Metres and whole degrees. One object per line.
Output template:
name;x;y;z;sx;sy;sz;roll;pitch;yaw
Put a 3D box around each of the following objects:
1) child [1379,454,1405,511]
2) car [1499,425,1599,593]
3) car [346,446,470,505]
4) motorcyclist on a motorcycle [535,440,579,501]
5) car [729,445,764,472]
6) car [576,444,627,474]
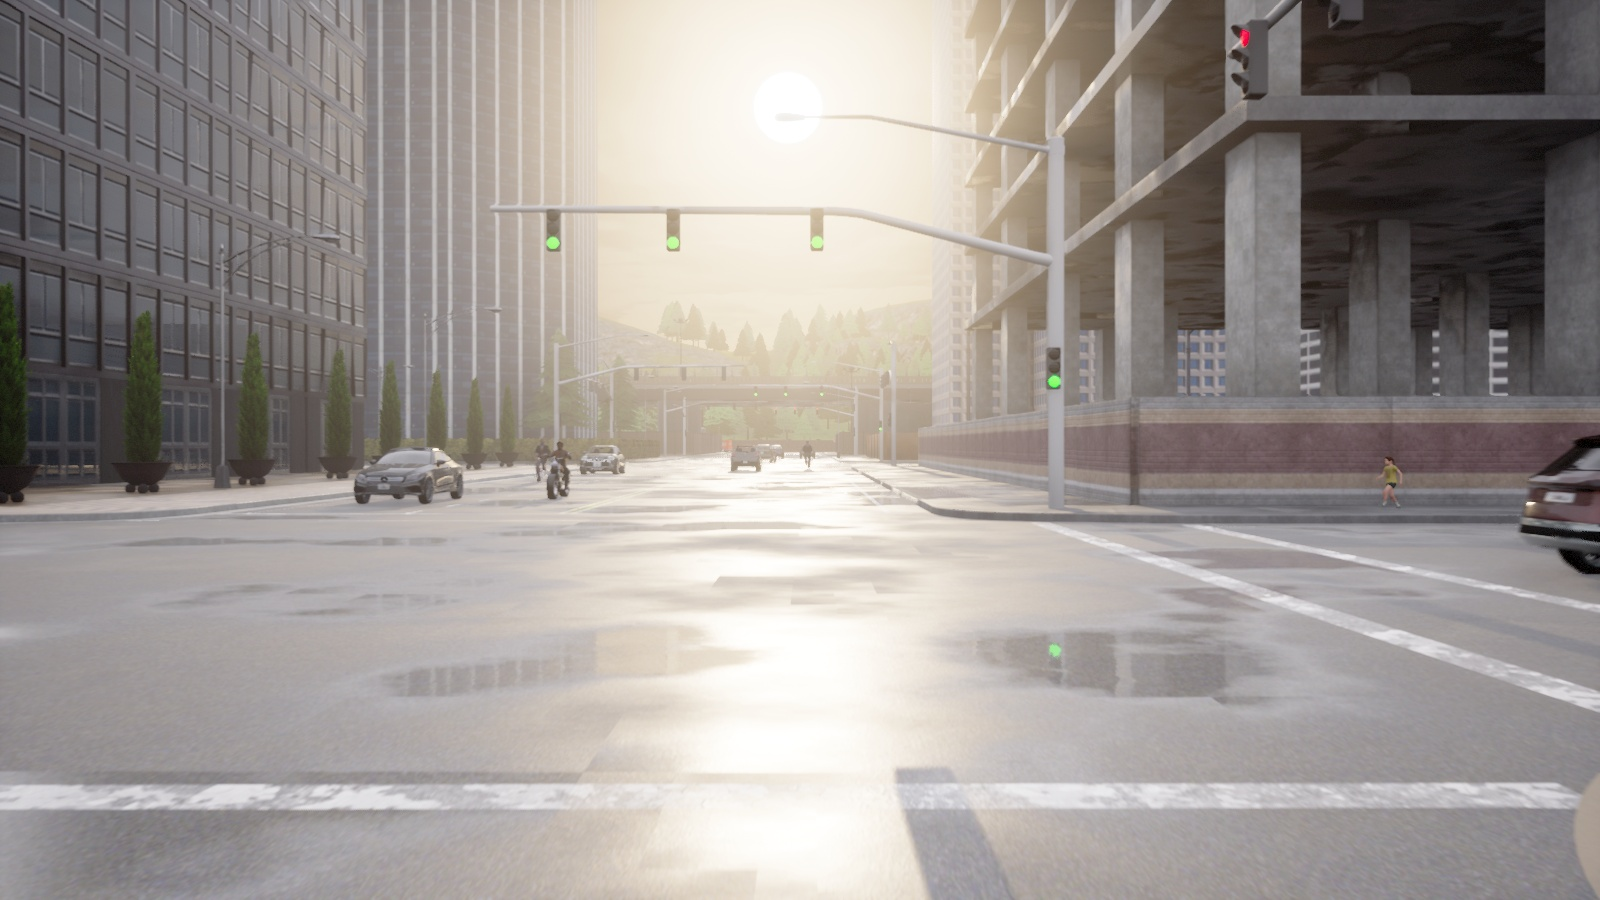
child;11.702;0.638;24.830;0.394;1.110;0.255;0;0;-7
car;10.258;0.577;13.037;4.856;1.649;2.033;0;0;0
car;-10.291;0.629;33.342;1.812;1.442;4.674;0;0;0
motorcyclist on a motorcycle;-6.781;0.549;35.180;0.766;1.649;2.350;0;0;0
car;-3.066;0.465;72.128;1.845;1.501;3.633;0;0;0
car;-10.112;0.443;64.267;1.970;1.475;3.806;0;0;0
